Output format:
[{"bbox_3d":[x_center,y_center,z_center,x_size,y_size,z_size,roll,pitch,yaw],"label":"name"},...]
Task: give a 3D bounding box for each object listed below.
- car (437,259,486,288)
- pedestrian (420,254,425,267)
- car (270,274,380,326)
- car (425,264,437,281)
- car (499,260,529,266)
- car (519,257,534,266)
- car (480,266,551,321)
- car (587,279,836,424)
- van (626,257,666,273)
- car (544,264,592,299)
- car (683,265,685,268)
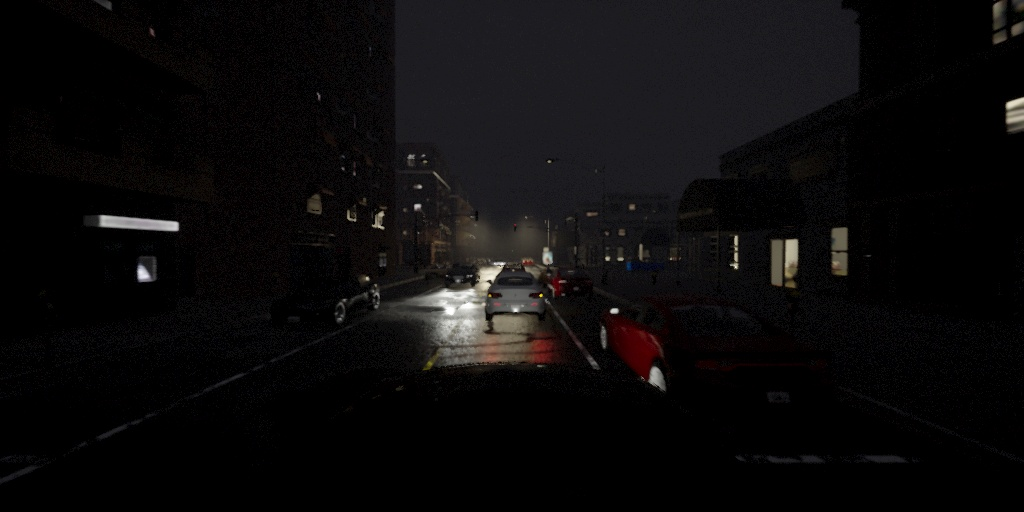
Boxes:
[{"bbox_3d":[-3.080,1.146,23.018,2.128,1.511,4.902,0,0,0],"label":"car"},{"bbox_3d":[-12.640,0.614,50.506,0.375,1.860,0.375,0,1,0],"label":"pedestrian"},{"bbox_3d":[-5.693,1.270,11.543,1.948,1.339,4.313,0,0,0],"label":"car"},{"bbox_3d":[-5.697,1.157,28.462,1.751,1.417,4.829,0,0,0],"label":"car"},{"bbox_3d":[0.096,1.235,27.992,1.895,1.301,4.718,0,0,0],"label":"car"},{"bbox_3d":[2.679,0.949,61.100,1.967,1.591,4.097,0,0,0],"label":"car"},{"bbox_3d":[0.097,1.228,12.125,1.812,1.442,4.674,0,0,0],"label":"car"},{"bbox_3d":[2.689,1.276,5.842,1.888,1.381,4.507,0,0,0],"label":"car"},{"bbox_3d":[14.648,0.995,39.402,3.998,1.789,1.690,0,0,0],"label":"van"},{"bbox_3d":[2.687,1.224,17.236,1.888,1.381,4.507,0,0,0],"label":"car"},{"bbox_3d":[25.475,1.114,47.864,4.829,1.417,1.751,0,0,0],"label":"car"}]
